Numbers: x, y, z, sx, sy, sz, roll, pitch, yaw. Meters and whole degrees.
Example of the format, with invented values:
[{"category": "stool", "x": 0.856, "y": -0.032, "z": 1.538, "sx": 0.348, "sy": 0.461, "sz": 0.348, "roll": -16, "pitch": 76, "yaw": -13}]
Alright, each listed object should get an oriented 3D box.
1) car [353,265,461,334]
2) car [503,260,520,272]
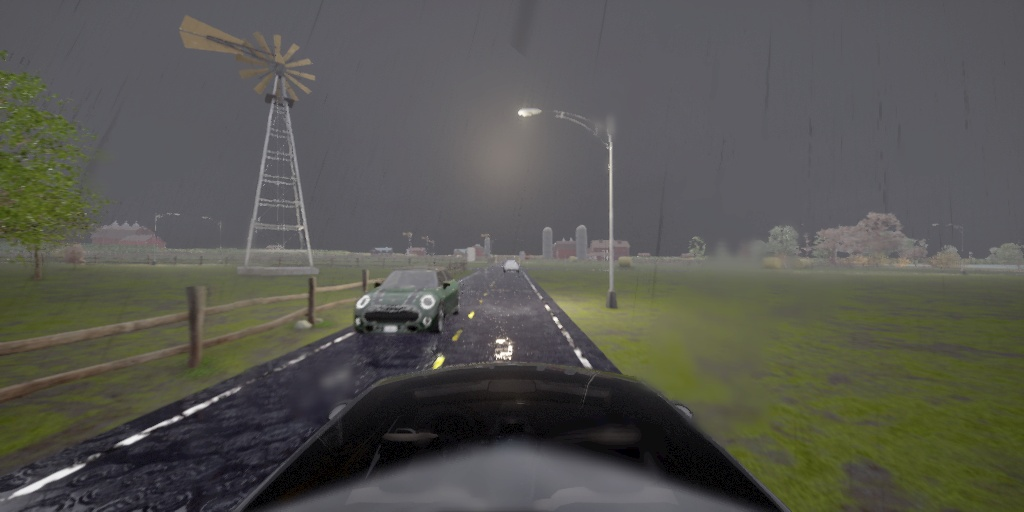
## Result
[{"category": "car", "x": -2.822, "y": 1.102, "z": 10.606, "sx": 2.097, "sy": 1.767, "sz": 4.553, "roll": 0, "pitch": 0, "yaw": 0}, {"category": "car", "x": -0.129, "y": 1.276, "z": 44.794, "sx": 1.812, "sy": 1.442, "sz": 4.674, "roll": 0, "pitch": 0, "yaw": -2}]
